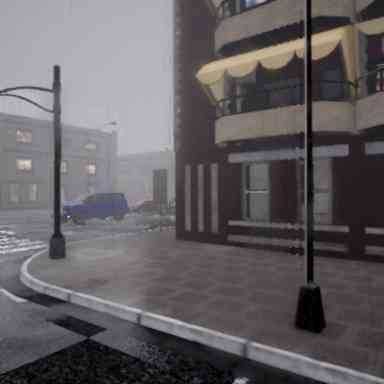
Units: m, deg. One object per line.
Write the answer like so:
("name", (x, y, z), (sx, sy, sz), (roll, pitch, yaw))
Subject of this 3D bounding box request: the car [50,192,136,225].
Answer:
("car", (-6.893, 1.061, 23.117), (2.150, 2.045, 5.566), (0, 1, 36))

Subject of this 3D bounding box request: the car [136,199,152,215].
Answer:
("car", (-4.344, 1.339, 31.143), (1.802, 1.307, 4.206), (1, 1, 35))

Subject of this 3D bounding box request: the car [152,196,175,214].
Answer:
("car", (-1.209, 1.079, 31.092), (2.097, 1.767, 4.553), (0, 0, 36))
